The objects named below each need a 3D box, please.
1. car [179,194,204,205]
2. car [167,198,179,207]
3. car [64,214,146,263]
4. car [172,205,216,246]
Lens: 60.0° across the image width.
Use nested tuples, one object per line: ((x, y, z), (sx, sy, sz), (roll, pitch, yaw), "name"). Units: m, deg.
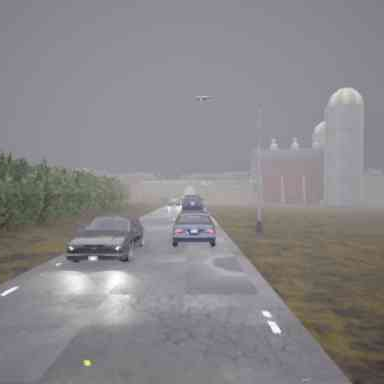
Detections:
((0.061, 1.270, 34.677), (2.150, 2.045, 5.566), (0, 0, 0), "car")
((-2.873, 1.695, 54.199), (1.812, 1.442, 4.674), (0, 0, 0), "car")
((-2.863, 1.547, 12.287), (2.033, 1.411, 5.357), (0, 0, 0), "car")
((0.082, 1.547, 15.267), (2.033, 1.411, 5.357), (0, 0, 0), "car")
